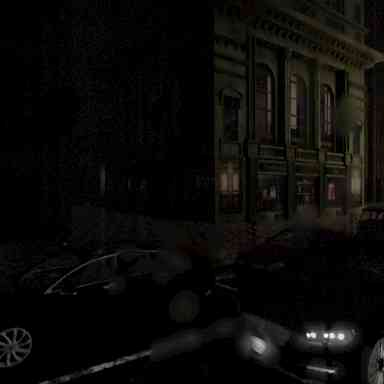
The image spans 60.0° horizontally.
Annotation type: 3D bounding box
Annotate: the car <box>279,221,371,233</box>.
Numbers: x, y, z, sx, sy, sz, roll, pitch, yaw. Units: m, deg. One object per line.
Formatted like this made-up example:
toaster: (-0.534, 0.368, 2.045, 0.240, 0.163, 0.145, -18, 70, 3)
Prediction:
car: (2.972, 1.592, 8.786, 4.206, 1.307, 1.802, 0, 0, -36)

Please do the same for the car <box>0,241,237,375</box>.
car: (-1.613, 1.553, 5.506, 4.403, 1.369, 2.008, 0, 0, -36)

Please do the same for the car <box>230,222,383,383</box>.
car: (2.765, 1.498, 5.237, 4.902, 1.511, 2.128, 0, 0, -36)

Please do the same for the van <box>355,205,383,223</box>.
van: (7.556, 1.360, 12.066, 3.998, 1.788, 1.690, 0, 0, -36)
